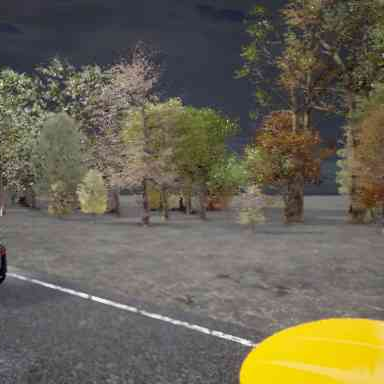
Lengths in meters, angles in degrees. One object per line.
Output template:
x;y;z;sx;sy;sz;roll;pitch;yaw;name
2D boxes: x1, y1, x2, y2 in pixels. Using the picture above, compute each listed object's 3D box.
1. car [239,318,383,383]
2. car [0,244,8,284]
2.618;1.473;1.700;5.008;1.535;1.882;0;0;35;car
-6.374;1.493;8.094;4.792;1.488;2.163;0;0;35;car
